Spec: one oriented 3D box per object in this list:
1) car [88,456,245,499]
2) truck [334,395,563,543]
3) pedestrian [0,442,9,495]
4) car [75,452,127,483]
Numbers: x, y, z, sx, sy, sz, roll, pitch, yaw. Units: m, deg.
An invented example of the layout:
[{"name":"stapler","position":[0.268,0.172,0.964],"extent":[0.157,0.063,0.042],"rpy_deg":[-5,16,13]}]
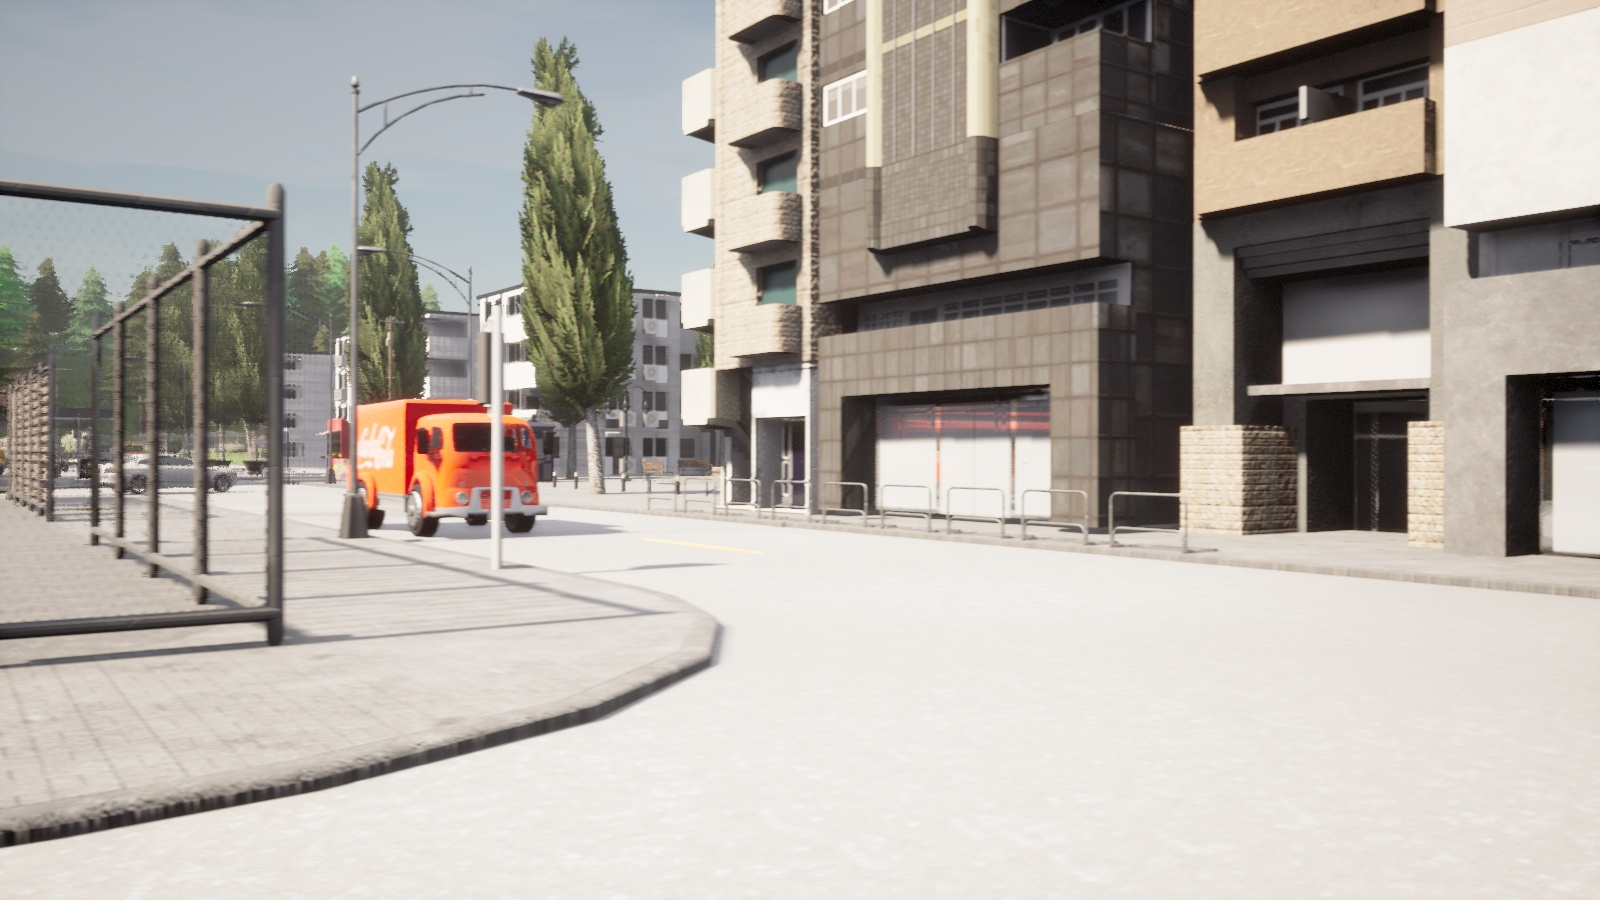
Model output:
[{"name":"car","position":[-22.498,0.927,44.738],"extent":[1.812,1.442,4.674],"rpy_deg":[0,0,41]},{"name":"truck","position":[-6.796,0.330,23.823],"extent":[2.627,2.467,5.204],"rpy_deg":[0,0,-35]},{"name":"pedestrian","position":[-28.580,0.651,44.399],"extent":[0.874,1.855,0.900],"rpy_deg":[0,0,-42]},{"name":"car","position":[-38.967,0.927,69.931],"extent":[2.033,1.649,4.856],"rpy_deg":[0,0,-35]}]
